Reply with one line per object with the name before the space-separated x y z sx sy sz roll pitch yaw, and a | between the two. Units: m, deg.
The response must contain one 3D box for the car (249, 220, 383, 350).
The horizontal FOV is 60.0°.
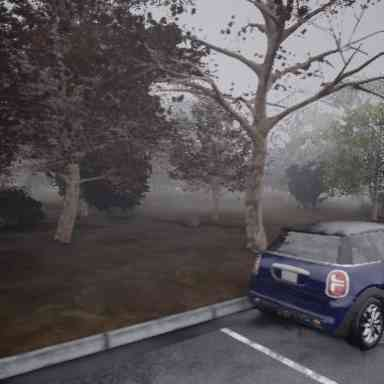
car | 3.317 1.346 6.425 4.553 1.767 2.185 0 0 -33
